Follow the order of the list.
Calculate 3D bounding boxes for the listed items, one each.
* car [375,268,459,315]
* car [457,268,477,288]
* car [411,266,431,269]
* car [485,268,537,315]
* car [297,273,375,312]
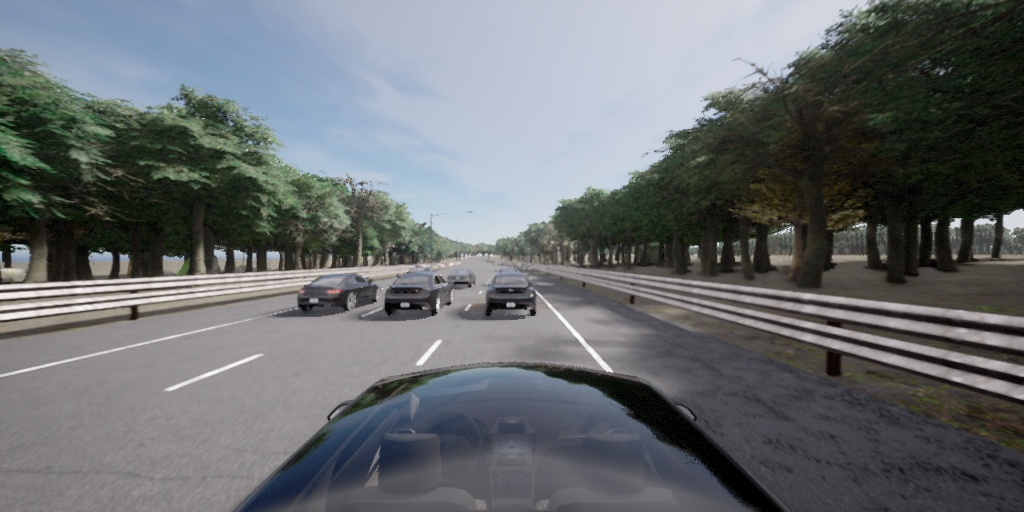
[{"bbox_3d":[-3.544,1.414,14.357,1.837,1.490,4.892,0,-1,0],"label":"car"},{"bbox_3d":[-3.783,1.619,27.345,2.033,1.411,5.357,0,-1,-1],"label":"car"},{"bbox_3d":[-7.310,1.590,29.390,2.128,1.511,4.902,0,-1,-1],"label":"car"},{"bbox_3d":[-0.042,1.415,14.454,1.837,1.490,4.892,0,0,0],"label":"car"},{"bbox_3d":[-7.045,1.444,15.034,1.812,1.442,4.674,0,0,0],"label":"car"}]
